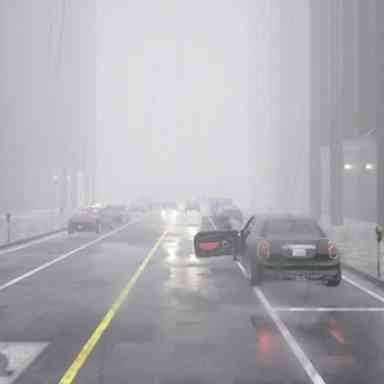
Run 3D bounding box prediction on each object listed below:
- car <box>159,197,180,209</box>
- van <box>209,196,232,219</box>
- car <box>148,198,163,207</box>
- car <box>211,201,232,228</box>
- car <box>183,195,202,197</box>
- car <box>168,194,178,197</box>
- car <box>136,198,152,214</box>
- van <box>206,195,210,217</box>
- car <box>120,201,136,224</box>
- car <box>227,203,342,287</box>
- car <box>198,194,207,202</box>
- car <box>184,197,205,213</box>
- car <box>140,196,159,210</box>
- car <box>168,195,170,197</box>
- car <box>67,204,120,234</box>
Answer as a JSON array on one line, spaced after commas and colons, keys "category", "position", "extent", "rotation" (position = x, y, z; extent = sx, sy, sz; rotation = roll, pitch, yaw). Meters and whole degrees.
[{"category": "car", "position": [-3.021, 1.668, 45.494], "extent": [1.895, 1.301, 4.718], "rotation": [0, 0, 0]}, {"category": "van", "position": [2.760, 1.384, 30.602], "extent": [1.690, 1.788, 3.998], "rotation": [0, 0, 0]}, {"category": "car", "position": [-5.767, 1.624, 53.056], "extent": [1.887, 1.381, 4.507], "rotation": [0, 0, 0]}, {"category": "car", "position": [2.760, 1.585, 24.982], "extent": [2.008, 1.369, 4.403], "rotation": [0, 0, 0]}, {"category": "car", "position": [-0.001, 1.564, 48.670], "extent": [2.128, 1.511, 4.902], "rotation": [0, 0, 0]}, {"category": "car", "position": [-5.771, 1.469, 91.148], "extent": [2.192, 1.841, 5.009], "rotation": [0, 0, 0]}, {"category": "car", "position": [-5.766, 1.634, 36.201], "extent": [1.802, 1.307, 4.206], "rotation": [0, 0, 0]}, {"category": "van", "position": [2.759, 1.393, 36.220], "extent": [1.690, 1.788, 3.998], "rotation": [0, 0, 0]}, {"category": "car", "position": [-5.765, 1.601, 24.965], "extent": [1.947, 1.339, 4.313], "rotation": [0, 0, 0]}, {"category": "car", "position": [2.385, 1.365, 9.537], "extent": [2.097, 1.767, 4.553], "rotation": [0, 0, 0]}, {"category": "car", "position": [2.757, 1.414, 64.314], "extent": [2.192, 1.841, 5.009], "rotation": [0, 0, 0]}, {"category": "car", "position": [0.073, 1.602, 38.254], "extent": [2.033, 1.411, 5.357], "rotation": [0, 0, 0]}, {"category": "car", "position": [-5.766, 1.376, 41.820], "extent": [2.192, 1.841, 5.009], "rotation": [0, 0, 0]}, {"category": "car", "position": [-5.768, 1.681, 64.293], "extent": [1.802, 1.307, 4.206], "rotation": [0, 0, 0]}, {"category": "car", "position": [-5.764, 1.571, 19.346], "extent": [1.887, 1.381, 4.507], "rotation": [0, 0, 0]}]
